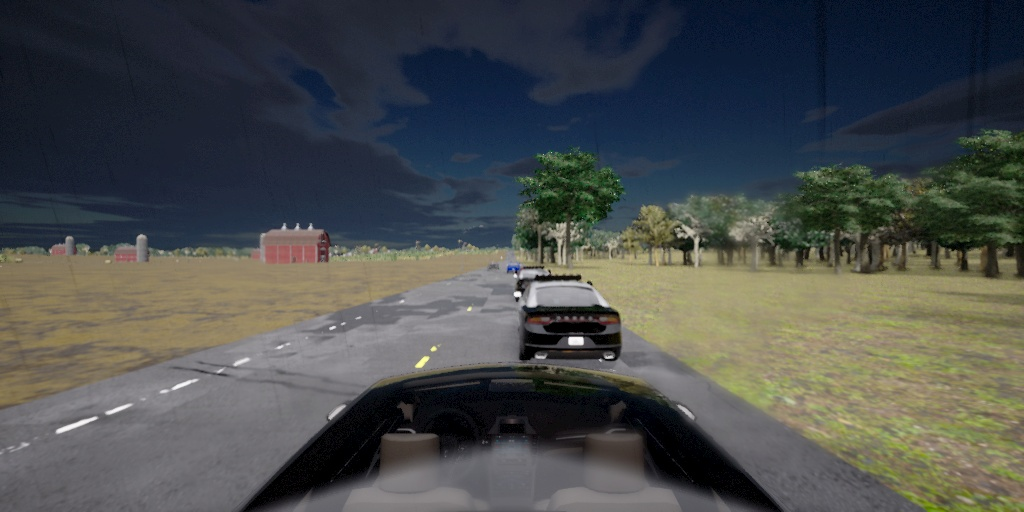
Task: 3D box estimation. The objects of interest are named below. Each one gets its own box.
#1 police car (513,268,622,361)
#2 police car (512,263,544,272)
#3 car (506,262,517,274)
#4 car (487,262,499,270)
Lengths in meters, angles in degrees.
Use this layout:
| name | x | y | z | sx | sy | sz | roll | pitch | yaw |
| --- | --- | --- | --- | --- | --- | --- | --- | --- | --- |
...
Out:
| name | x | y | z | sx | sy | sz | roll | pitch | yaw |
| --- | --- | --- | --- | --- | --- | --- | --- | --- | --- |
| police car | 1.080 | 1.240 | 8.588 | 1.930 | 1.638 | 5.238 | 0 | -1 | 0 |
| police car | 1.116 | 1.335 | 18.589 | 1.930 | 1.638 | 5.238 | 0 | -1 | 0 |
| car | 0.245 | 1.647 | 50.633 | 1.882 | 1.535 | 5.008 | 0 | 0 | 1 |
| car | -3.274 | 1.823 | 63.751 | 1.994 | 1.385 | 4.181 | 0 | 0 | 0 |
